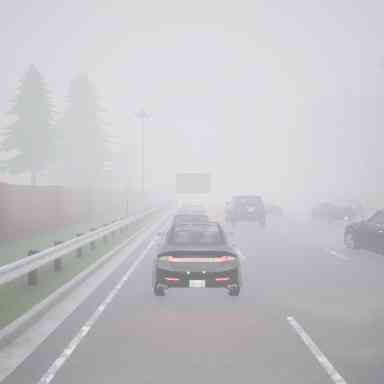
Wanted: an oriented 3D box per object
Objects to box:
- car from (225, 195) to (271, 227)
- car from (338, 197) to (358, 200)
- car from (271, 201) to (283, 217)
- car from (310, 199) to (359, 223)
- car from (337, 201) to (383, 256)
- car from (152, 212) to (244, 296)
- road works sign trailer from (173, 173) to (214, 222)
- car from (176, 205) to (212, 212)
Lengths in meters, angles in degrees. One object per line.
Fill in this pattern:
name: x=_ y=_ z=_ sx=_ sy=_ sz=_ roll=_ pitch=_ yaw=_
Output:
car: x=3.600 y=1.223 z=23.048 sx=2.150 sy=2.045 sz=5.566 roll=0 pitch=0 yaw=0
car: x=14.101 y=1.353 z=31.013 sx=2.097 sy=1.767 sz=4.553 roll=0 pitch=0 yaw=0
car: x=7.097 y=1.526 z=31.202 sx=1.812 sy=1.442 sz=4.674 roll=0 pitch=0 yaw=0
car: x=10.600 y=1.506 z=25.279 sx=1.837 sy=1.490 sz=4.892 roll=0 pitch=0 yaw=0
car: x=7.101 y=1.352 z=11.361 sx=2.097 sy=1.767 sz=4.553 roll=0 pitch=0 yaw=0
car: x=0.100 y=1.491 z=8.615 sx=2.128 sy=1.511 sz=4.902 roll=0 pitch=0 yaw=0
road works sign trailer: x=0.069 y=0.464 z=22.972 sx=2.380 sy=3.560 sz=2.880 roll=0 pitch=0 yaw=-1
car: x=0.067 y=1.474 z=19.052 sx=1.882 sy=1.535 sz=5.008 roll=0 pitch=0 yaw=5
